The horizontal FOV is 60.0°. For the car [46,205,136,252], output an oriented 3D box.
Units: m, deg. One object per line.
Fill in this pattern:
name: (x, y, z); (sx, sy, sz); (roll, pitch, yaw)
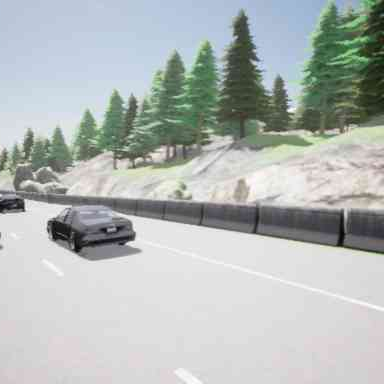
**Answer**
car: (-3.947, 1.203, 12.369); (2.033, 1.411, 5.357); (-4, 3, -35)

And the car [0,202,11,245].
car: (-8.832, 1.314, 13.219); (2.128, 1.511, 4.902); (-4, 3, -35)

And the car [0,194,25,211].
car: (-16.345, 0.955, 29.891); (1.882, 1.535, 5.008); (-4, 3, -35)
